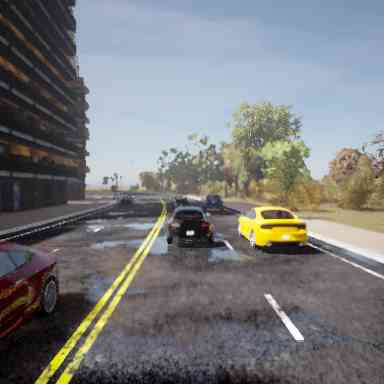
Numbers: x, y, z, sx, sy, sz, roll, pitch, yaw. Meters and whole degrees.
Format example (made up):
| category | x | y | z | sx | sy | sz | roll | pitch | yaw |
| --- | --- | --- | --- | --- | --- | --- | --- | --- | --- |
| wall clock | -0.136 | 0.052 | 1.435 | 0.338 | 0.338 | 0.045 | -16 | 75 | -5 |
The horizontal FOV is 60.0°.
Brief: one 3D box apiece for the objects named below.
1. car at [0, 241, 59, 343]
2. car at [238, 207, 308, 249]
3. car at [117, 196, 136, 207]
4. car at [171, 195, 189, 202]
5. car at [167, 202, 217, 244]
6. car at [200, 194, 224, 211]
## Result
| category | x | y | z | sx | sy | sz | roll | pitch | yaw |
| --- | --- | --- | --- | --- | --- | --- | --- | --- | --- |
| car | -3.385 | 1.491 | 4.586 | 1.812 | 1.442 | 4.674 | 0 | 1 | -1 |
| car | 3.136 | 1.335 | 13.806 | 1.882 | 1.535 | 5.008 | 0 | 1 | -1 |
| car | -8.375 | 1.202 | 42.872 | 1.994 | 1.385 | 4.181 | 0 | 1 | -5 |
| car | -1.304 | 1.129 | 37.095 | 2.128 | 1.511 | 4.902 | 0 | 1 | -4 |
| car | -0.138 | 1.381 | 14.985 | 1.812 | 1.442 | 4.674 | 0 | 0 | -2 |
| car | 2.038 | 0.994 | 35.540 | 2.097 | 1.767 | 4.553 | 0 | 0 | -4 |
